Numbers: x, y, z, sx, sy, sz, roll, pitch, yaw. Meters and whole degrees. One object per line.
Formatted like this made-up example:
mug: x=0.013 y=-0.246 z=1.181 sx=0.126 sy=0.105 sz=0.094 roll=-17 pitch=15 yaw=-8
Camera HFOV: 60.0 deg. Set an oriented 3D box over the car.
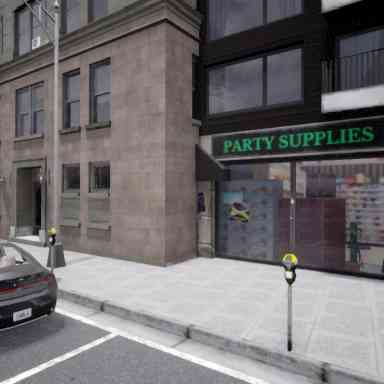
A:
car: x=-4.242 y=1.551 z=6.111 sx=4.403 sy=1.369 sz=2.008 roll=0 pitch=0 yaw=36
